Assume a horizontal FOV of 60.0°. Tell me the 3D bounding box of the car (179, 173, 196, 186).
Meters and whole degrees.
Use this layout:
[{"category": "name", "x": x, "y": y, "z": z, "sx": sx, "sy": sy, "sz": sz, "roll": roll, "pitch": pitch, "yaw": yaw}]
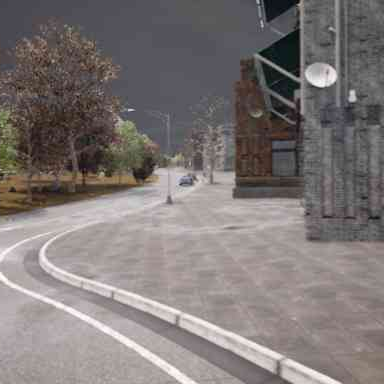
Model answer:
[{"category": "car", "x": -0.790, "y": -1.724, "z": 49.801, "sx": 2.033, "sy": 1.411, "sz": 5.357, "roll": 0, "pitch": 5, "yaw": 5}]
